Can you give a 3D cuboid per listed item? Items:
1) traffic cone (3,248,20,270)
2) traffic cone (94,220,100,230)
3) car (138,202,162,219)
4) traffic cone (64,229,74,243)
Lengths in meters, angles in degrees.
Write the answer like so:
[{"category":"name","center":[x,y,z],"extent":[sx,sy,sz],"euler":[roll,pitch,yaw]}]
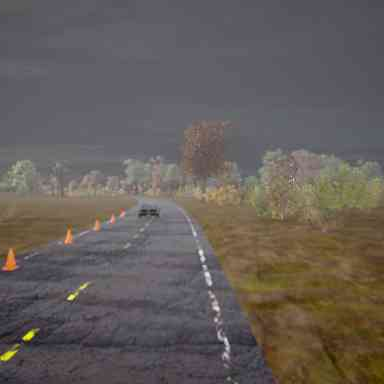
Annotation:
[{"category":"traffic cone","center":[-5.309,1.946,9.763],"extent":[0.340,0.580,0.340],"euler":[0,0,-1]},{"category":"traffic cone","center":[-5.627,1.932,19.703],"extent":[0.340,0.580,0.340],"euler":[0,0,-2]},{"category":"car","center":[-3.643,1.561,29.057],"extent":[1.895,1.301,4.718],"euler":[0,0,-4]},{"category":"traffic cone","center":[-5.443,1.939,14.734],"extent":[0.340,0.580,0.340],"euler":[0,0,-2]}]
